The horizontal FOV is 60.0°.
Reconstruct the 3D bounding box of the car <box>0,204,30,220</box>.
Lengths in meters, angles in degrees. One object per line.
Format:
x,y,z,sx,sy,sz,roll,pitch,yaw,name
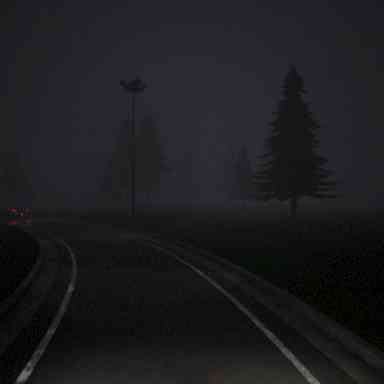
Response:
-17.920,1.947,33.366,4.674,1.442,1.812,-1,-1,43,car
